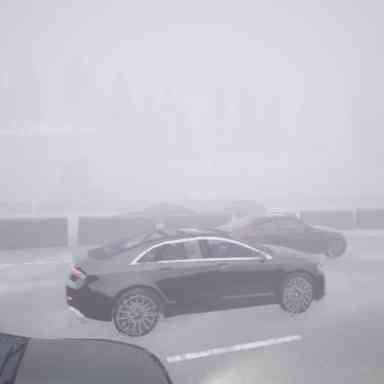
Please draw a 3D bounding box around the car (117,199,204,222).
[{"bbox_3d":[-2.099,1.342,20.526,5.008,1.535,1.882,0,0,-19],"label":"car"}]

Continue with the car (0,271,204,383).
[{"bbox_3d":[-1.981,1.559,1.869,4.181,1.385,1.994,0,0,-19],"label":"car"}]

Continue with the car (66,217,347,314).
[{"bbox_3d":[0.202,1.446,6.309,4.902,1.511,2.128,0,0,-19],"label":"car"}]

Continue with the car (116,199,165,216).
[{"bbox_3d":[-4.757,1.368,30.712,4.181,1.385,1.994,0,0,-19],"label":"car"}]

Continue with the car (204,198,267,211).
[{"bbox_3d":[3.473,1.291,26.119,4.892,1.490,1.837,0,0,-19],"label":"car"}]

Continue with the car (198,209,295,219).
[{"bbox_3d":[2.778,1.434,10.880,4.674,1.442,1.812,-1,1,-19],"label":"car"}]

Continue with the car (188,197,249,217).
[{"bbox_3d":[2.320,1.258,29.423,4.902,1.511,2.128,0,0,-19],"label":"car"}]
